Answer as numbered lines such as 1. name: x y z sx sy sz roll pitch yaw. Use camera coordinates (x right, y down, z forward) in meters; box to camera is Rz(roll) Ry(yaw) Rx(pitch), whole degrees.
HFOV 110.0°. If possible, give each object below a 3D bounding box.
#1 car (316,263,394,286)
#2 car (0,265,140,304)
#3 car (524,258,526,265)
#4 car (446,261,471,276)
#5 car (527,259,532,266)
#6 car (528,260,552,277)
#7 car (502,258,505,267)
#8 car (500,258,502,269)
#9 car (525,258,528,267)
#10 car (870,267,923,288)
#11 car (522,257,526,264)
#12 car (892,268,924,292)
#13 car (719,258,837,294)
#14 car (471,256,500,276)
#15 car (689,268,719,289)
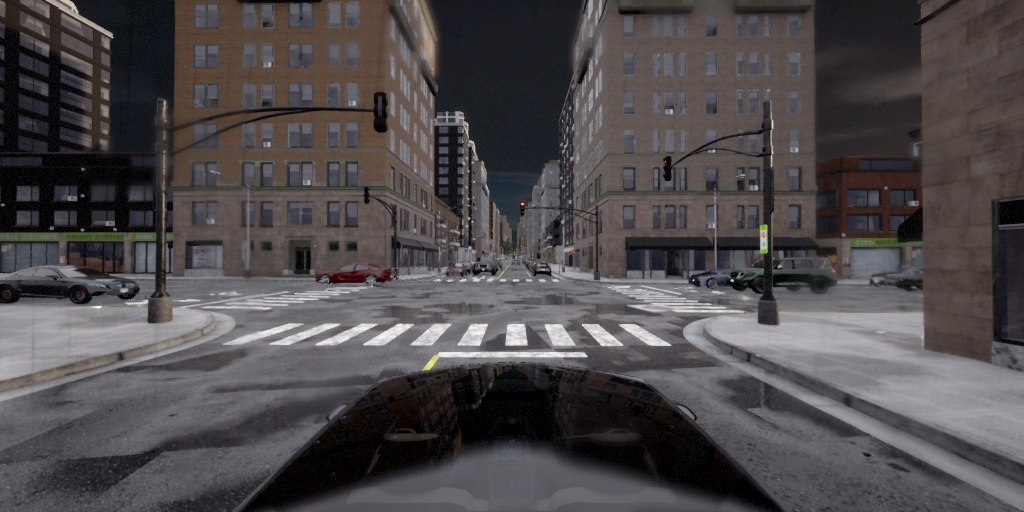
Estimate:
1. car: -10.632 1.208 24.359 5.008 1.535 1.882 0 -1 0
2. car: -17.924 1.106 14.464 4.674 1.442 1.812 0 -1 1
3. car: 3.185 1.295 52.761 1.888 1.381 4.507 0 0 1
4. car: -5.549 1.334 36.273 1.802 1.307 4.207 0 0 1
5. car: 3.046 1.296 41.700 1.888 1.381 4.507 0 0 1
6. car: 2.977 1.317 36.170 1.948 1.339 4.313 0 0 1
7. car: -2.506 1.351 58.123 1.895 1.301 4.718 0 0 1
8. car: -2.646 1.256 47.867 1.837 1.490 4.892 0 0 1
9. car: 3.115 1.301 47.230 2.007 1.370 4.403 0 0 1
10. car: 27.031 1.478 24.113 4.902 1.511 2.128 0 -1 0
11. car: 3.324 1.313 63.821 1.948 1.339 4.313 0 0 1
12. car: 25.639 1.549 20.876 4.718 1.301 1.895 0 -1 0
13. car: 15.625 1.104 20.946 5.566 2.045 2.150 0 -1 0
14. car: -2.772 0.975 37.779 2.150 2.045 5.566 0 0 1
15. car: 14.279 1.470 24.209 4.181 1.385 1.994 0 -1 1
